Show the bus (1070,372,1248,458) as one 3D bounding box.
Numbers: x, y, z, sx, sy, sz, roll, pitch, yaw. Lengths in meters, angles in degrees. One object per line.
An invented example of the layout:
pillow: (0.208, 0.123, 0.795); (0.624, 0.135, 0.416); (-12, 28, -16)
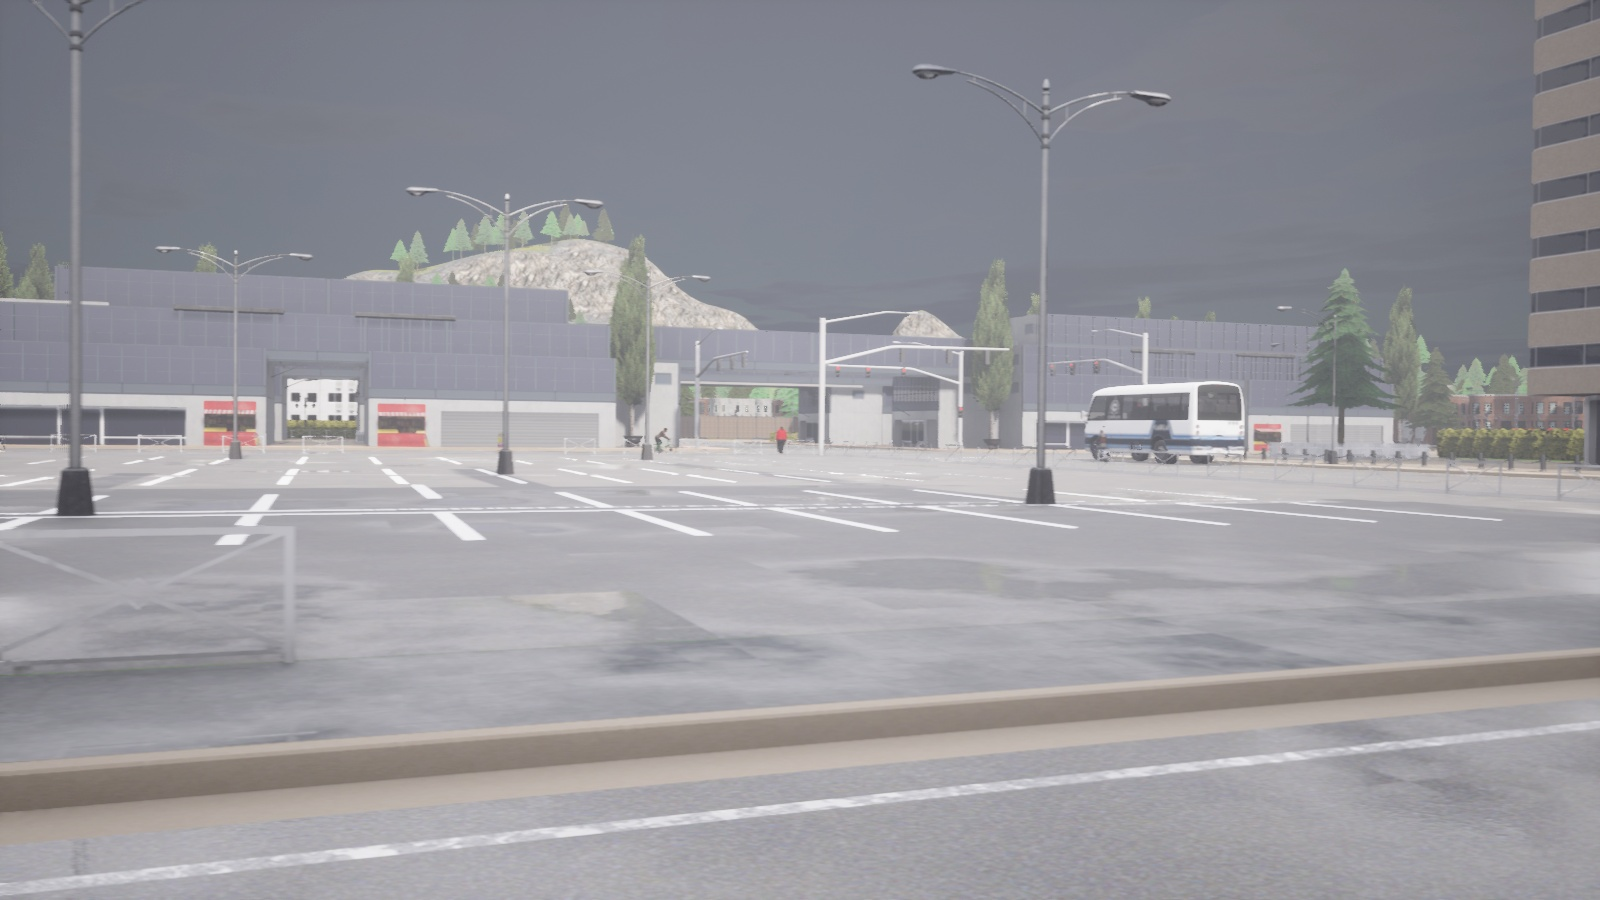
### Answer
bus: (19.218, -1.841, 68.208); (3.944, 4.253, 10.273); (-1, 1, -21)

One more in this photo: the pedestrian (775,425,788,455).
pedestrian: (-1.143, -0.602, 77.893); (0.634, 1.844, 0.899); (-1, 1, -13)
